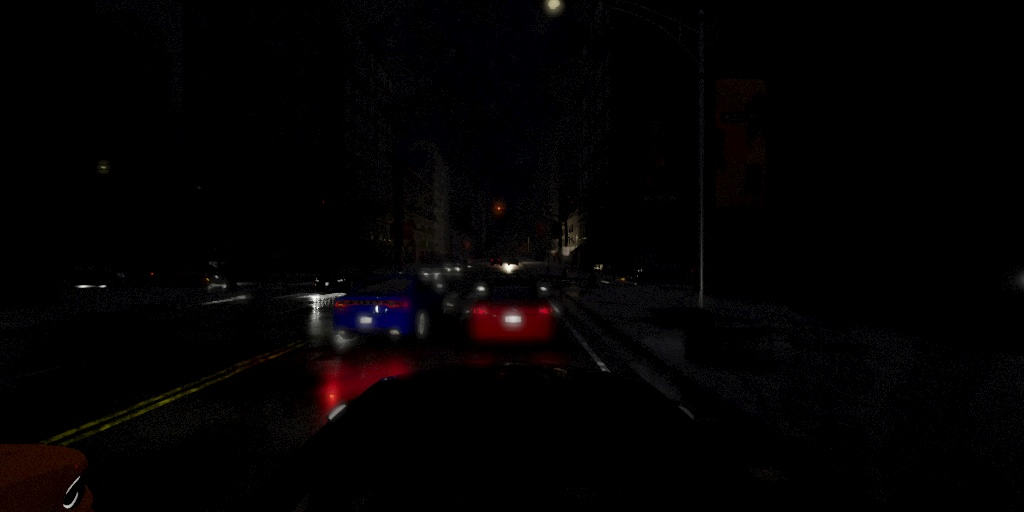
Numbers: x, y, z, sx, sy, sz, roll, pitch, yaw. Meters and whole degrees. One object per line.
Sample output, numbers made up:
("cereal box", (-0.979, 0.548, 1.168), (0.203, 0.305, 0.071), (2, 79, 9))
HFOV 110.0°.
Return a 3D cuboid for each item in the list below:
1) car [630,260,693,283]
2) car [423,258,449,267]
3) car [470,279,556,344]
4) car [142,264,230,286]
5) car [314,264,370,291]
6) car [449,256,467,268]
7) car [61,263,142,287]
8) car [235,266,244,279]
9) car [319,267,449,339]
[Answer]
("car", (11.629, 1.136, 28.037), (4.553, 1.767, 2.097), (0, 0, 2))
("car", (-9.710, 1.289, 45.025), (2.033, 1.411, 5.357), (0, 0, 0))
("car", (0.028, 1.313, 9.623), (1.994, 1.385, 4.181), (0, 0, 0))
("car", (-22.526, 1.304, 24.991), (4.181, 1.385, 1.994), (0, 0, 1))
("car", (-9.790, 1.241, 21.388), (1.837, 1.490, 4.892), (0, 0, 0))
("car", (-9.642, 0.958, 61.262), (2.150, 2.045, 5.566), (0, 0, 1))
("car", (-25.353, 1.169, 22.473), (4.097, 1.591, 1.967), (0, 0, 0))
("car", (-25.286, 1.326, 30.497), (4.313, 1.339, 1.948), (0, 0, 0))
("car", (-3.122, 1.227, 10.151), (1.882, 1.535, 5.008), (0, 0, 0))
